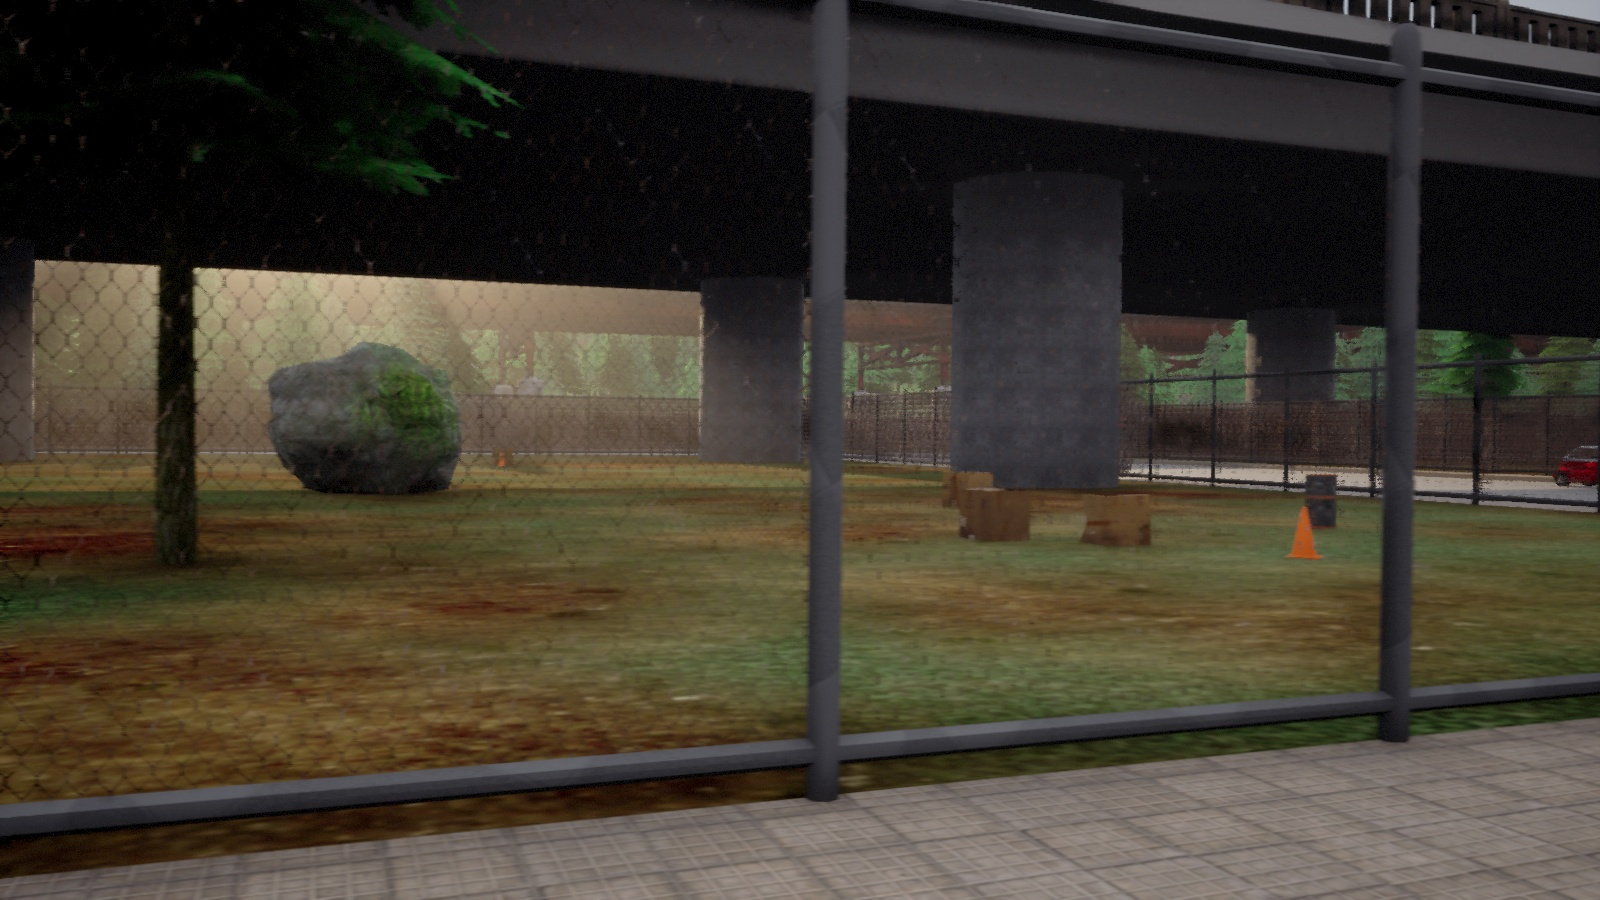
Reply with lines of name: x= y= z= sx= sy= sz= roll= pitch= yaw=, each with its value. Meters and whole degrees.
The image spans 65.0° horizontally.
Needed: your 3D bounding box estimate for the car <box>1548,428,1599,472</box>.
car: x=25.629 y=-0.027 z=40.459 sx=1.481 sy=1.376 sz=2.207 roll=-1 pitch=1 yaw=-21
